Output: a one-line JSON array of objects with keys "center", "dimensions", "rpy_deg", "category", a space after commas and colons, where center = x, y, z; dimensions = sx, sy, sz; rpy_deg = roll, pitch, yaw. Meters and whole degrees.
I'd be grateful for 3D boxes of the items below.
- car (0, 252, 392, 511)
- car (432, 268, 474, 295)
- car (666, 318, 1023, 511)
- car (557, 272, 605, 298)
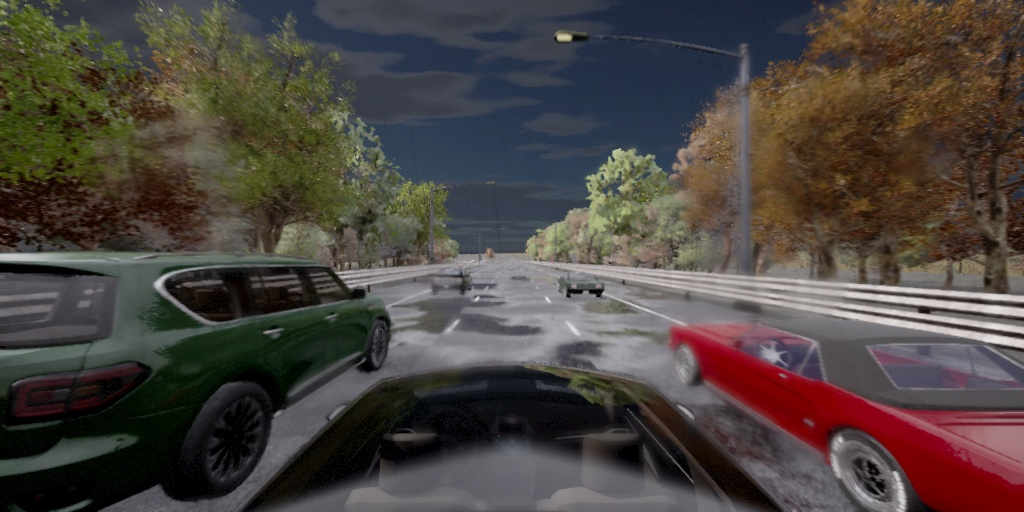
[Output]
[{"center": [-3.400, 0.998, 4.612], "dimensions": [2.150, 2.045, 5.566], "rpy_deg": [0, -1, 0], "category": "car"}, {"center": [-3.397, 1.421, 21.093], "dimensions": [2.128, 1.511, 4.902], "rpy_deg": [0, -1, 0], "category": "car"}, {"center": [3.600, 1.372, 4.099], "dimensions": [1.895, 1.301, 4.718], "rpy_deg": [0, -1, 0], "category": "car"}, {"center": [3.603, 1.517, 19.695], "dimensions": [1.895, 1.301, 4.718], "rpy_deg": [0, -1, 0], "category": "car"}]
